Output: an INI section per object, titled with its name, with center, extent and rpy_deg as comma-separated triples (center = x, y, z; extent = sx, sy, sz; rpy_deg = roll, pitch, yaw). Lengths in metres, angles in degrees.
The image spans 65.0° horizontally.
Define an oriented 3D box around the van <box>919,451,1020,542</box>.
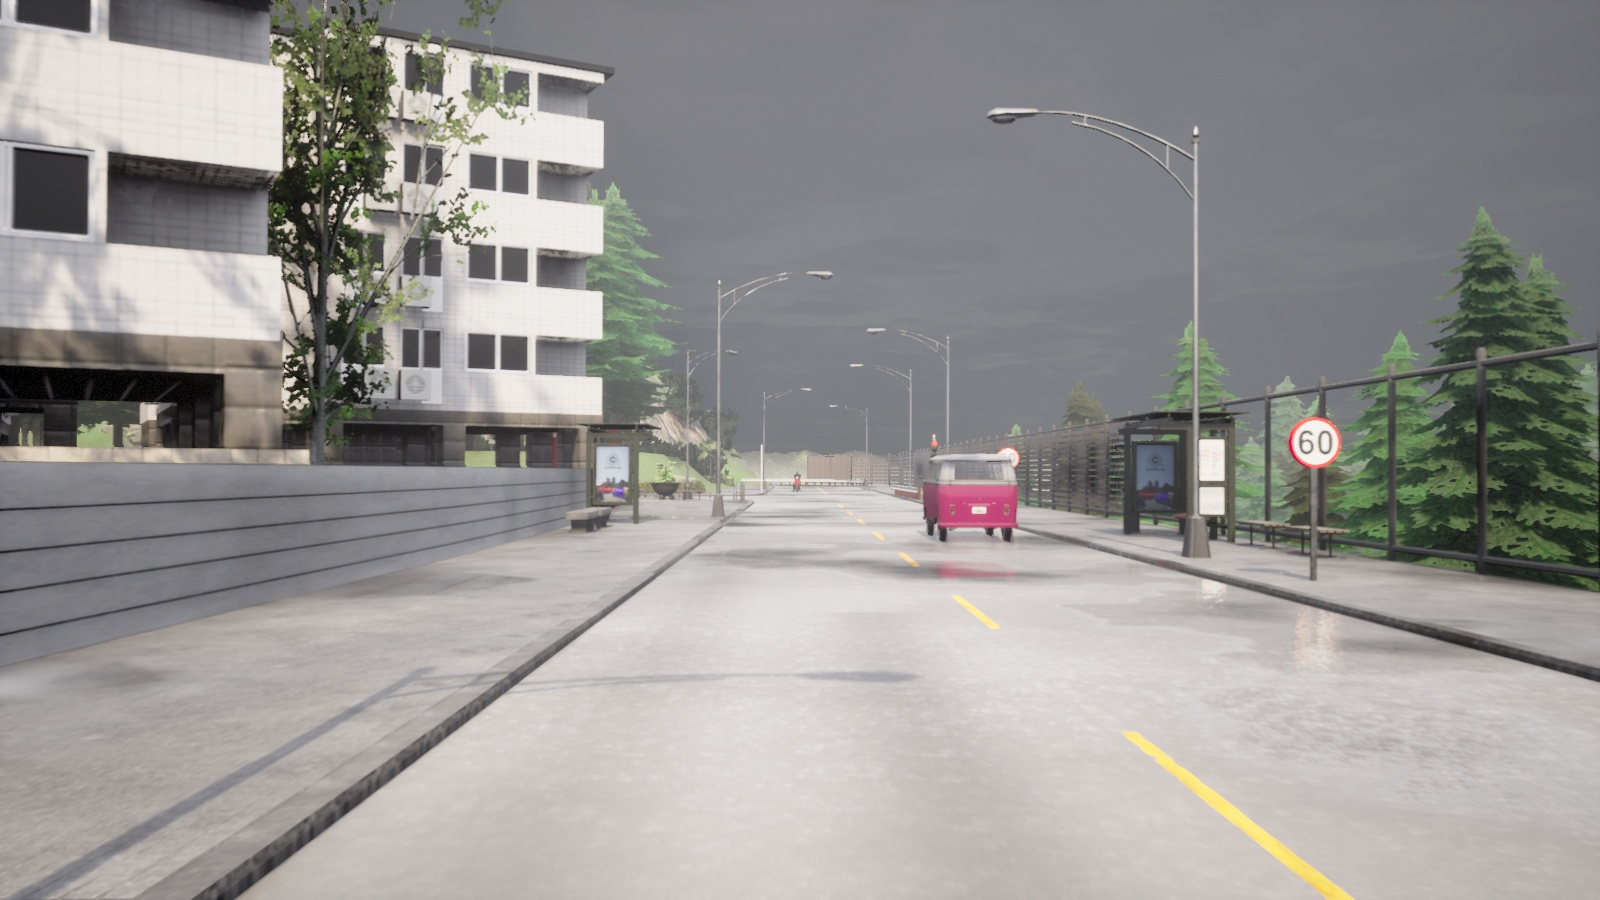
[van]
center = 3.921, 1.050, 29.674
extent = 1.775, 1.987, 4.442
rpy_deg = 0, -1, 0
